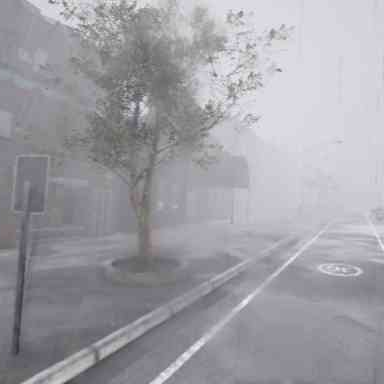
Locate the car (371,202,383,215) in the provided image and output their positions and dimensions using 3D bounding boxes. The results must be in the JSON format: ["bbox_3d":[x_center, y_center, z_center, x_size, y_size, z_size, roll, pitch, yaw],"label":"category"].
[{"bbox_3d":[25.605,2.523,45.393,1.994,1.385,4.181,1,0,26],"label":"car"}]

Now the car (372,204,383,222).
[{"bbox_3d":[20.175,2.330,34.400,2.033,1.411,5.357,1,0,27],"label":"car"}]
